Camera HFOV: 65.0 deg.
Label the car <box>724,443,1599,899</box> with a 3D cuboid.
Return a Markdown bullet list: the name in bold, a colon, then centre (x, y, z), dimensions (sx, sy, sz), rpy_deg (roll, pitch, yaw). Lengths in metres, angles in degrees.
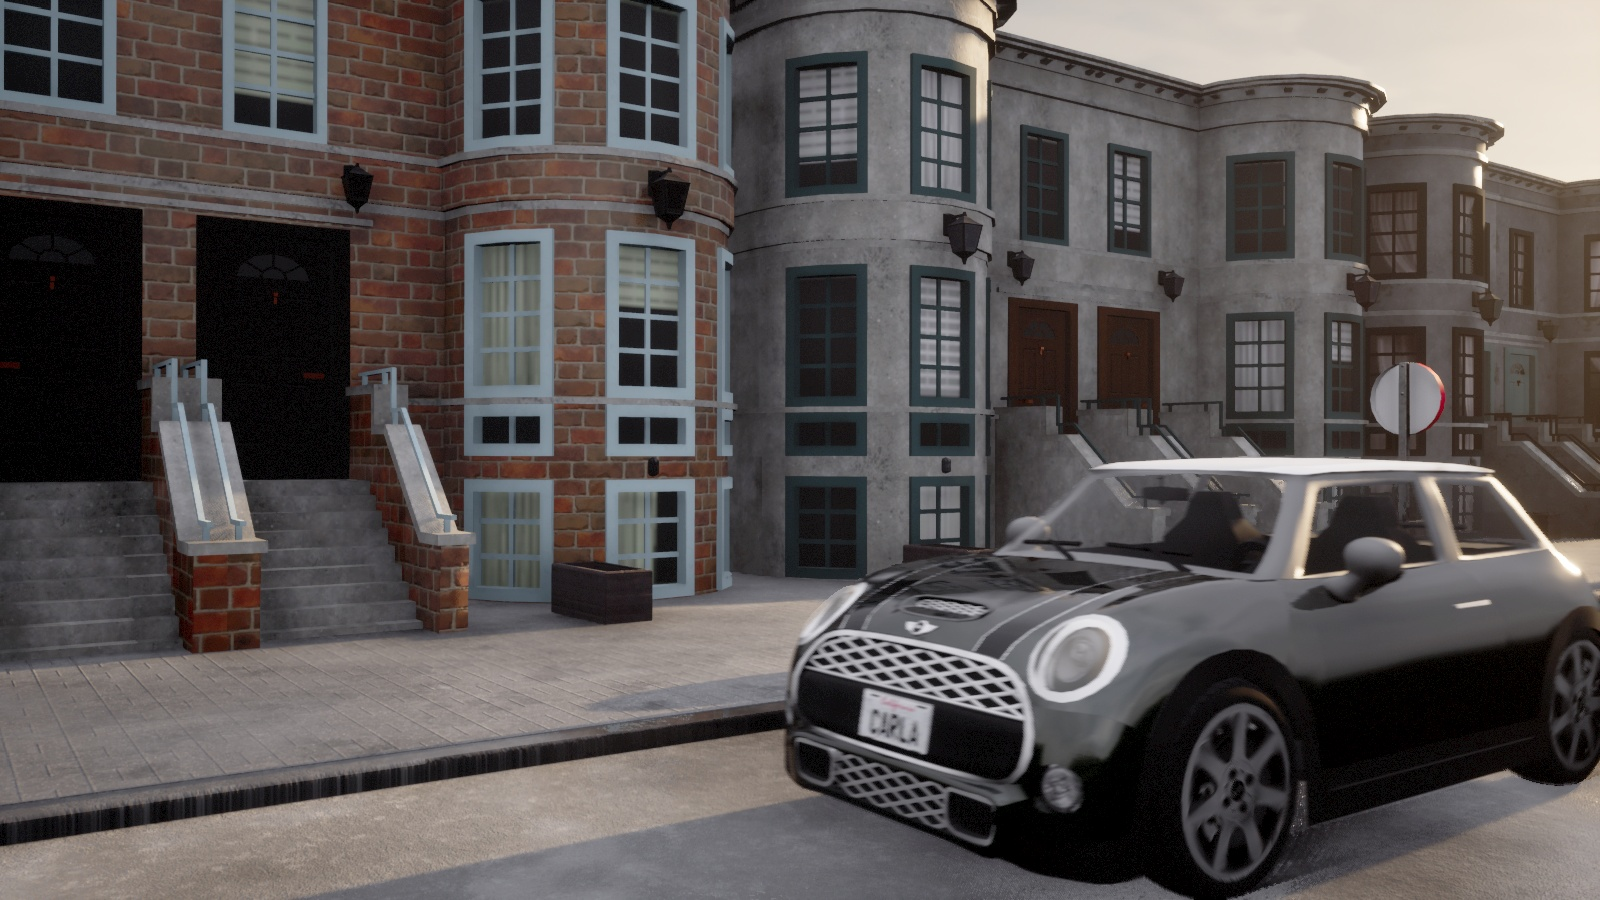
- **car**: centre (1.809, 0.720, 5.536), dimensions (3.806, 1.475, 1.970), rpy_deg (0, 0, -35)
